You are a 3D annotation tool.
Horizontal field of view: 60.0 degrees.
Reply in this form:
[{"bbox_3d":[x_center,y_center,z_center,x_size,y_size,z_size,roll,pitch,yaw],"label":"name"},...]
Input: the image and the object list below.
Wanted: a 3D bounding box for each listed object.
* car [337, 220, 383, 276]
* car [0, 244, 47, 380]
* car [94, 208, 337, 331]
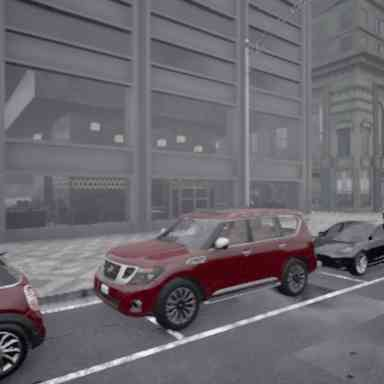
[{"bbox_3d":[5.174,1.568,10.340,4.313,1.339,1.947,0,0,-35],"label":"car"},{"bbox_3d":[-4.006,1.440,3.795,4.097,1.590,1.967,0,0,-35],"label":"car"},{"bbox_3d":[0.584,1.316,7.068,5.009,1.841,2.192,0,0,-35],"label":"car"}]
